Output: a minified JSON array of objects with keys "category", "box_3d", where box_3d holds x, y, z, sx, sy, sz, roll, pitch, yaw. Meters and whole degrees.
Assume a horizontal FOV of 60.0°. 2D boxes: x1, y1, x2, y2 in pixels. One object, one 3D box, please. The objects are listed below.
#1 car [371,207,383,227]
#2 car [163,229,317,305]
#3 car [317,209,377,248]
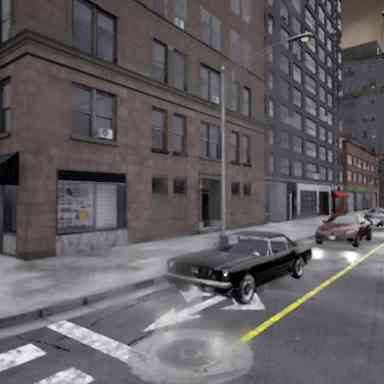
[{"category":"car","box_3d":[14.099,1.917,24.874,2.128,1.511,4.902,-1,-1,38]},{"category":"car","box_3d":[1.439,1.744,8.698,1.895,1.301,4.718,-1,-1,39]},{"category":"car","box_3d":[7.705,1.808,16.687,1.812,1.442,4.674,-1,-1,38]}]
